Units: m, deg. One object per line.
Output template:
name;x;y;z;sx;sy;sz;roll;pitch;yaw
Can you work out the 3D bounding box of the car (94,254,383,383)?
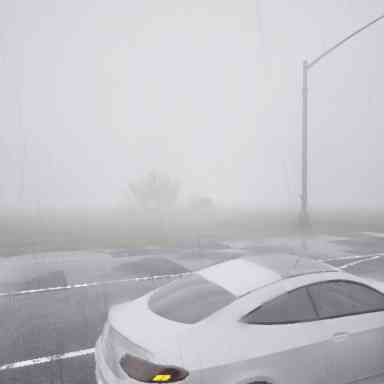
car;1.267;1.524;3.997;4.674;1.442;1.812;0;0;-24
